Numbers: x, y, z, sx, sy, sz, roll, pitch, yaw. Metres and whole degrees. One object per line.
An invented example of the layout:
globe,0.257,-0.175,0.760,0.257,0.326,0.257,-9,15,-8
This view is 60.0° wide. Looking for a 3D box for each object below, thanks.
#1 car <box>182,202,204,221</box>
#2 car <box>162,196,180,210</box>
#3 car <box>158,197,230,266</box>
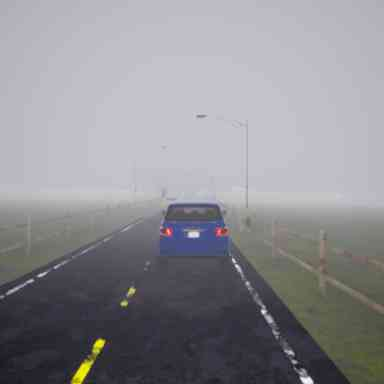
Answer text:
car,0.085,1.615,28.954,1.812,1.442,4.674,0,0,0
car,-2.825,1.498,45.626,2.097,1.767,4.553,0,0,0
car,0.068,1.260,11.798,2.150,2.045,5.566,0,0,0
